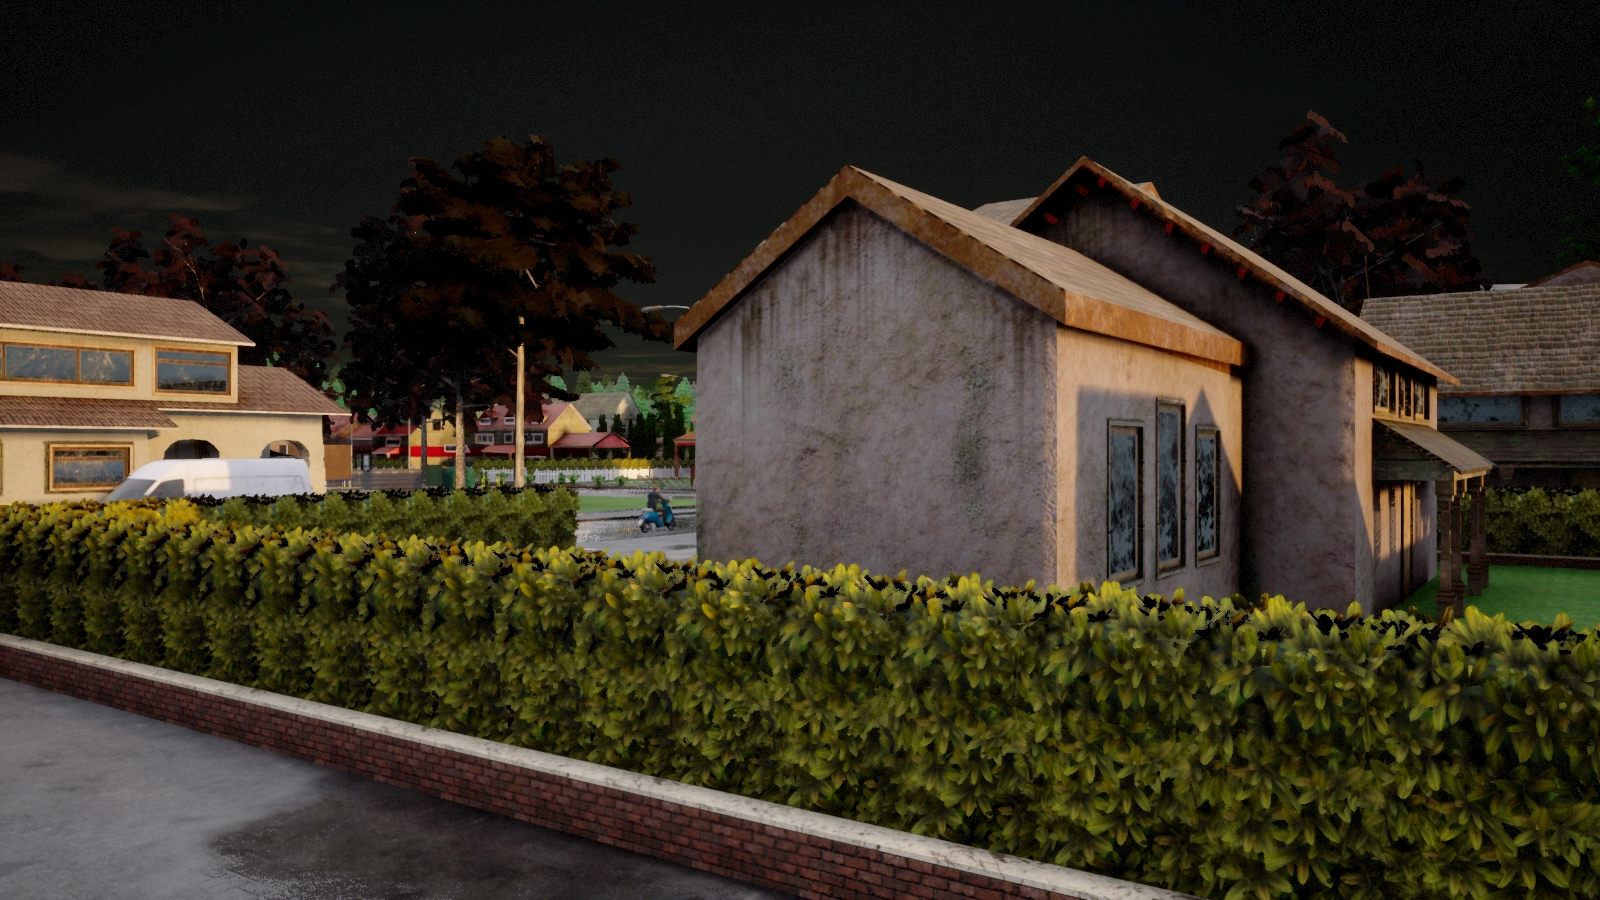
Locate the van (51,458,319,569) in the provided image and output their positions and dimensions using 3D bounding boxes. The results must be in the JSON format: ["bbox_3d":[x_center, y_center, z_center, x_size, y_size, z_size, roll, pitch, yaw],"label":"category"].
[{"bbox_3d":[-15.892,1.523,29.932,1.988,2.561,5.915,0,0,35],"label":"van"}]

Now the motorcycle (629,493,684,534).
[{"bbox_3d":[-4.846,2.132,38.759,0.856,1.316,1.805,0,0,35],"label":"motorcycle"}]
